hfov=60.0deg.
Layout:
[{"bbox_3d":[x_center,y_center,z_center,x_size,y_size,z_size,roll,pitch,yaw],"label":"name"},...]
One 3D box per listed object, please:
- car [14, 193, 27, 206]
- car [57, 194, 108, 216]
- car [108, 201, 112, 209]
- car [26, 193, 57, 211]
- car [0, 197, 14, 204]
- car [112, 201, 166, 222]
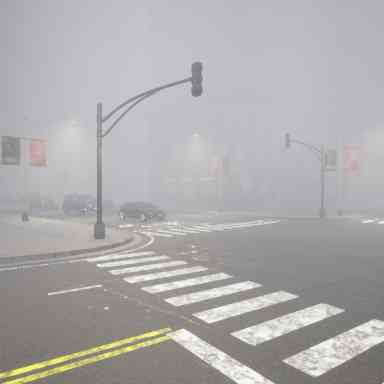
[{"bbox_3d":[-26.077,1.199,53.379,5.566,2.045,2.150,0,0,45],"label":"car"},{"bbox_3d":[-11.052,1.208,33.428,2.150,2.045,5.566,0,0,-45],"label":"car"},{"bbox_3d":[-12.183,1.556,44.043,1.994,1.385,4.181,0,0,-45],"label":"car"},{"bbox_3d":[-18.143,1.334,40.548,2.097,1.767,4.553,0,0,-45],"label":"car"},{"bbox_3d":[-33.657,1.533,60.975,1.994,1.385,4.181,0,0,-45],"label":"car"},{"bbox_3d":[-4.041,1.495,26.397,1.837,1.490,4.892,0,0,-44],"label":"car"}]
